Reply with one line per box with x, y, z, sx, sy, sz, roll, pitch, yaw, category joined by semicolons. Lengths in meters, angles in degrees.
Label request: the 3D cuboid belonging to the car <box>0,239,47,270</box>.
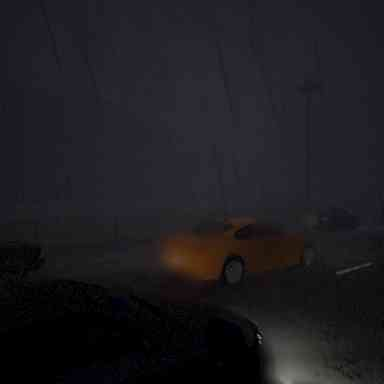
-6.152;1.614;8.032;4.718;1.301;1.895;0;0;-36;car

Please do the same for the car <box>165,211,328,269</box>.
1.560;1.481;9.468;5.008;1.535;1.882;0;0;-38;car

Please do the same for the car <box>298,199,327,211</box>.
14.903;1.564;41.095;1.994;1.385;4.181;0;0;42;car

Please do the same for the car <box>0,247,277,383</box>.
-1.158;1.567;3.038;4.181;1.385;1.994;0;0;-36;car

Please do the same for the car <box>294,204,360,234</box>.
8.097;1.563;19.426;4.181;1.385;1.994;0;0;-41;car
